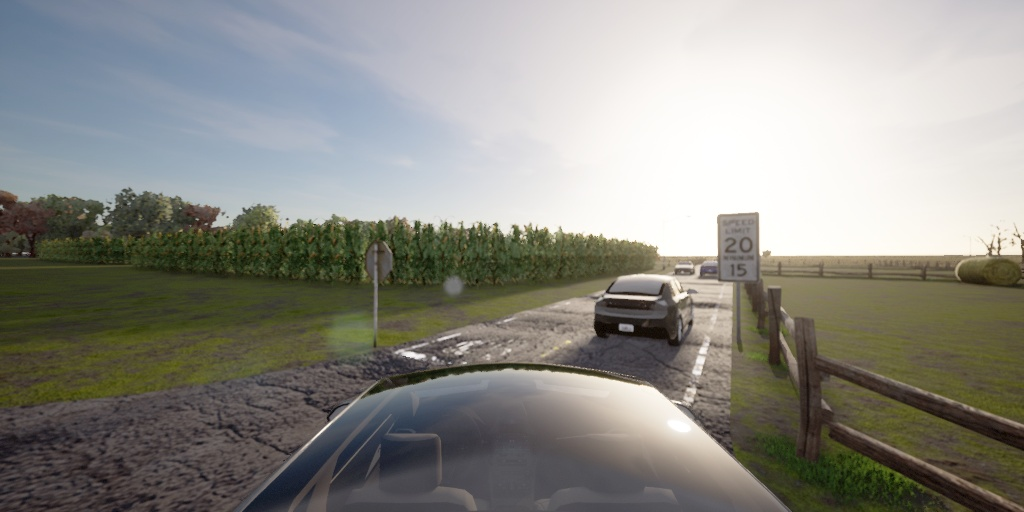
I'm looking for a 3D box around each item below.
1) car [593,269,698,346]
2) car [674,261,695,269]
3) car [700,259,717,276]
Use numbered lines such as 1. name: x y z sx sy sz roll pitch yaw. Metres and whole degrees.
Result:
1. car: 3.659 1.259 9.571 1.837 1.490 4.892 0 0 32
2. car: 19.807 1.331 40.971 2.033 1.411 5.357 0 0 32
3. car: 20.172 1.244 36.224 1.882 1.535 5.008 0 0 32
